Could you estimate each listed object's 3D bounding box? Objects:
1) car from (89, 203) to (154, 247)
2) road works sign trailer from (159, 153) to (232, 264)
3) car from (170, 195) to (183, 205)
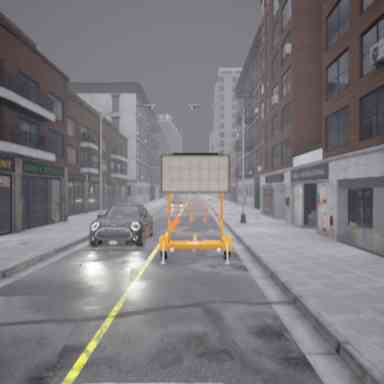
[{"bbox_3d":[-2.950,1.311,14.763,2.097,1.767,4.553,0,0,1],"label":"car"},{"bbox_3d":[0.119,0.433,11.689,2.380,3.560,2.880,0,0,1],"label":"road works sign trailer"},{"bbox_3d":[-2.514,1.329,55.457,1.837,1.490,4.892,0,1,1],"label":"car"}]
